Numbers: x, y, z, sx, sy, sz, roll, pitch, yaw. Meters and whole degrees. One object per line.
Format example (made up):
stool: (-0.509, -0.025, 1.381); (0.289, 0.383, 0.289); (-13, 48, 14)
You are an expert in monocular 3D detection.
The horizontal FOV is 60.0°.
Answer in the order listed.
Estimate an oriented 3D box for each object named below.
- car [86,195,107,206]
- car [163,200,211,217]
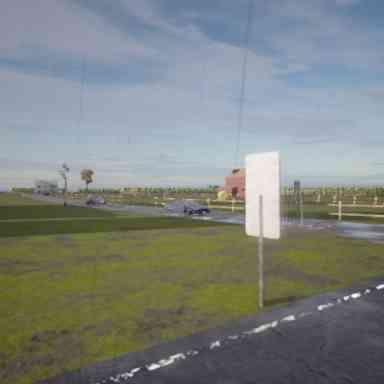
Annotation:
car: (-13.925, 1.219, 48.261); (2.128, 1.511, 4.902); (-1, 1, -36)
car: (-0.592, 1.409, 30.694); (2.033, 1.411, 5.357); (-1, 1, -38)
